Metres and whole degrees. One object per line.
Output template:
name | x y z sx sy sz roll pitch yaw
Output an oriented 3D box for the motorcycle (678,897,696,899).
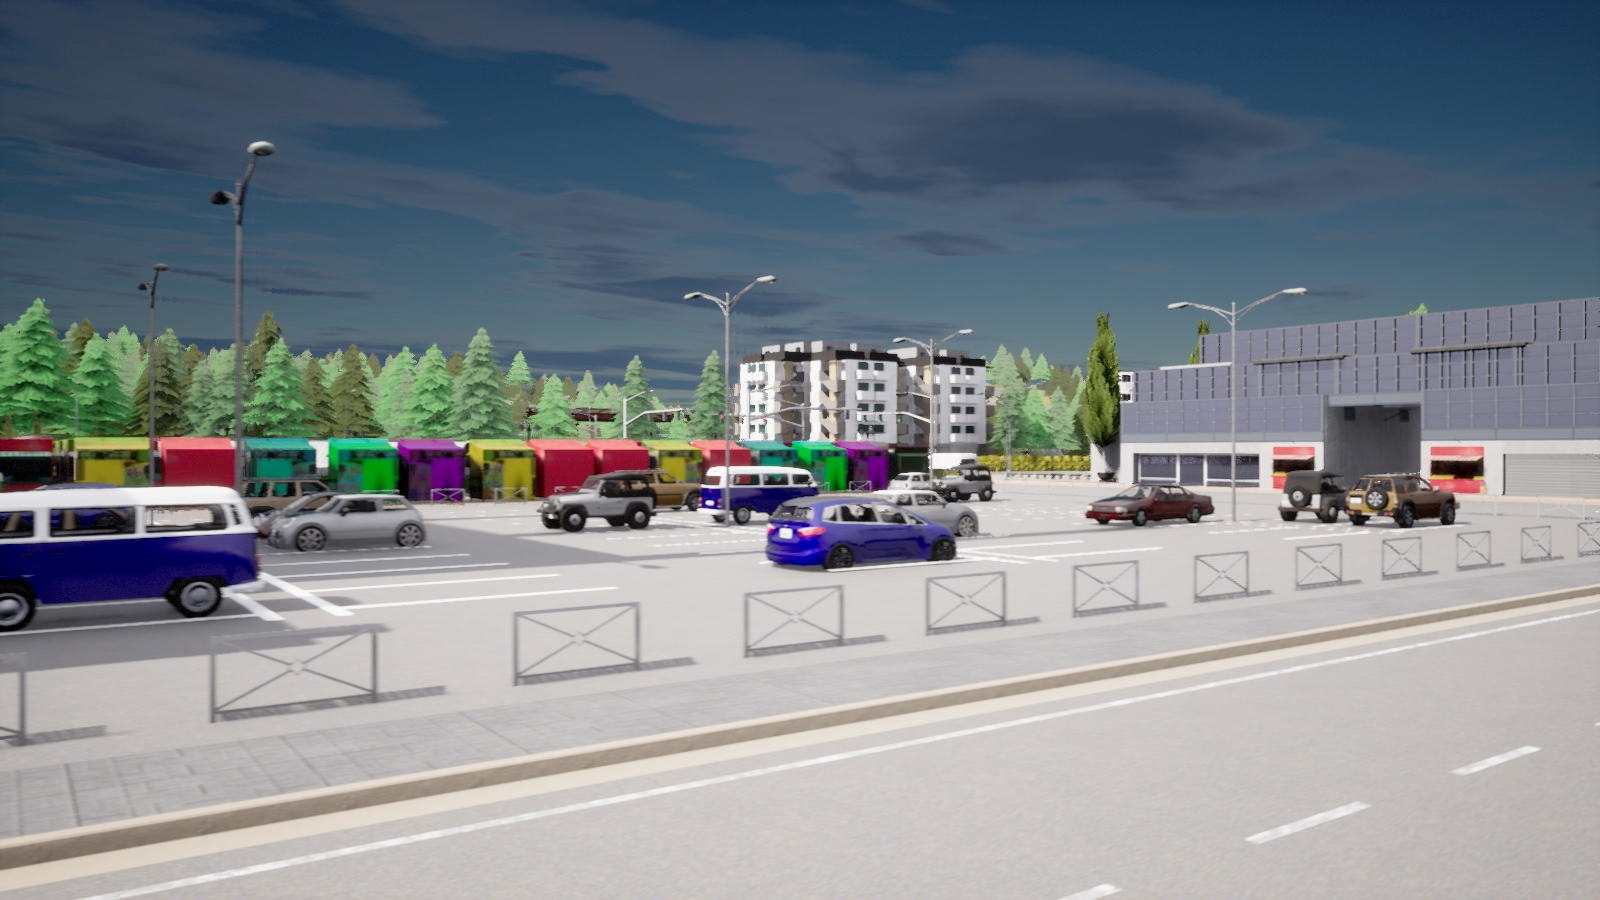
motorcycle | -1.043 2.205 3.054 2.209 1.251 0.867 0 0 -35
